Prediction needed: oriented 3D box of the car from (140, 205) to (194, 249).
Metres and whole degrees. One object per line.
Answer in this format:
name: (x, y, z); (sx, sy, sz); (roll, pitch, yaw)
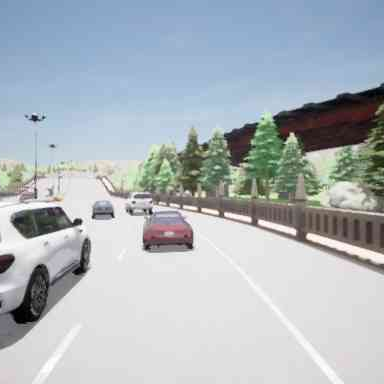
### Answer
car: (-1.096, 1.487, 14.202); (1.994, 1.385, 4.181); (0, 0, -8)

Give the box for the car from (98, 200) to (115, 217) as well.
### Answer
car: (-7.727, 1.427, 28.901); (2.033, 1.411, 5.357); (0, 0, -16)

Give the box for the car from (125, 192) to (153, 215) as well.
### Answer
car: (-5.200, 1.063, 32.538); (2.150, 2.045, 5.566); (0, 0, -17)

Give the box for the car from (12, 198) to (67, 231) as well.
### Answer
car: (-9.377, 1.289, 20.881); (2.097, 1.767, 4.553); (0, 0, -11)

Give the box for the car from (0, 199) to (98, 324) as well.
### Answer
car: (-3.803, 1.203, 7.185); (2.150, 2.045, 5.566); (0, 0, -4)

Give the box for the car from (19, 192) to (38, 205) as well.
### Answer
car: (-28.619, 1.060, 58.315); (2.150, 2.045, 5.566); (0, 1, -19)
